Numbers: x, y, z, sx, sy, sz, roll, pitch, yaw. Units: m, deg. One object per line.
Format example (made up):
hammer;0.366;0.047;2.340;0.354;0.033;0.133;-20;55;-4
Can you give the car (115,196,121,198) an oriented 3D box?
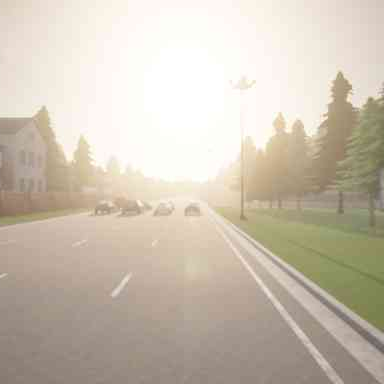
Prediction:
car;-10.497;1.650;50.991;2.150;2.045;5.566;0;0;0

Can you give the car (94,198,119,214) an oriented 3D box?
car;-10.443;1.846;40.538;1.837;1.490;4.892;0;0;1

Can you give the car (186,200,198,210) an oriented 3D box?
car;0.003;1.926;50.127;1.837;1.490;4.892;0;0;0

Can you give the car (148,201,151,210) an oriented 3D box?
car;-6.996;1.986;50.160;1.994;1.385;4.181;0;0;0

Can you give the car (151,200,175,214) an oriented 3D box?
car;-3.445;1.863;40.136;1.812;1.442;4.674;0;0;1

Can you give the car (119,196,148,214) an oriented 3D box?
car;-6.945;1.688;39.903;2.097;1.767;4.553;0;0;1

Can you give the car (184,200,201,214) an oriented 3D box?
car;0.053;1.860;39.809;1.812;1.442;4.674;0;0;1
